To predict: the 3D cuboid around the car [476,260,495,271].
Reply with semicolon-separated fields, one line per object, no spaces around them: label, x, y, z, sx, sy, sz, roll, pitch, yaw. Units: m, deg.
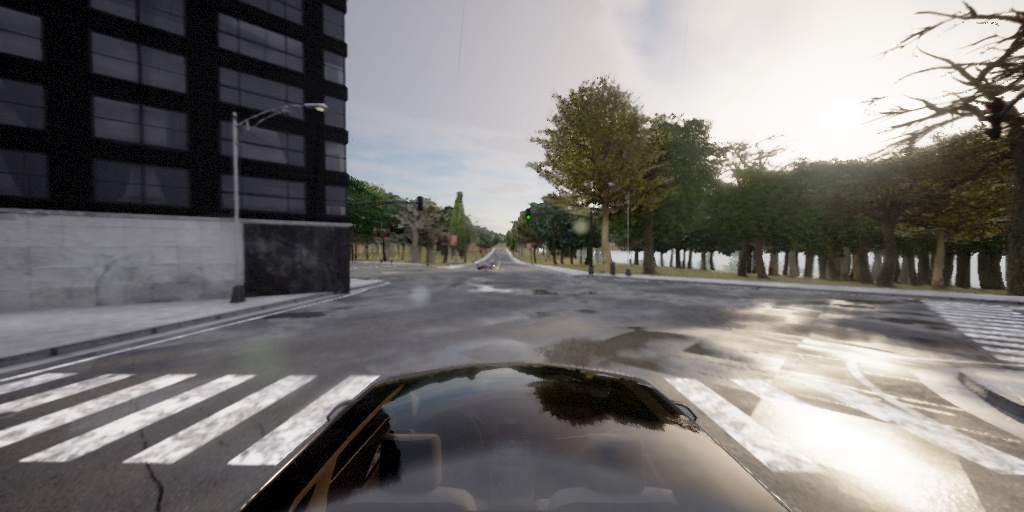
car;-3.634;1.309;47.785;1.994;1.385;4.181;1;-3;-2
